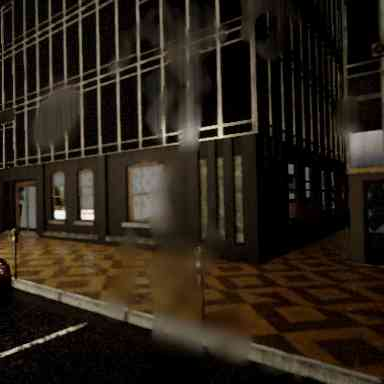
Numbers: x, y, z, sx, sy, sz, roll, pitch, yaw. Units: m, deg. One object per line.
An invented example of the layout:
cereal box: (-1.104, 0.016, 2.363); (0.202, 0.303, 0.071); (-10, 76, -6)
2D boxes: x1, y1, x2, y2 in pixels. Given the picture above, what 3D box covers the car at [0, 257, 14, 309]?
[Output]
car: (-5.484, 1.525, 6.806); (4.097, 1.590, 1.967); (-1, -1, 36)
